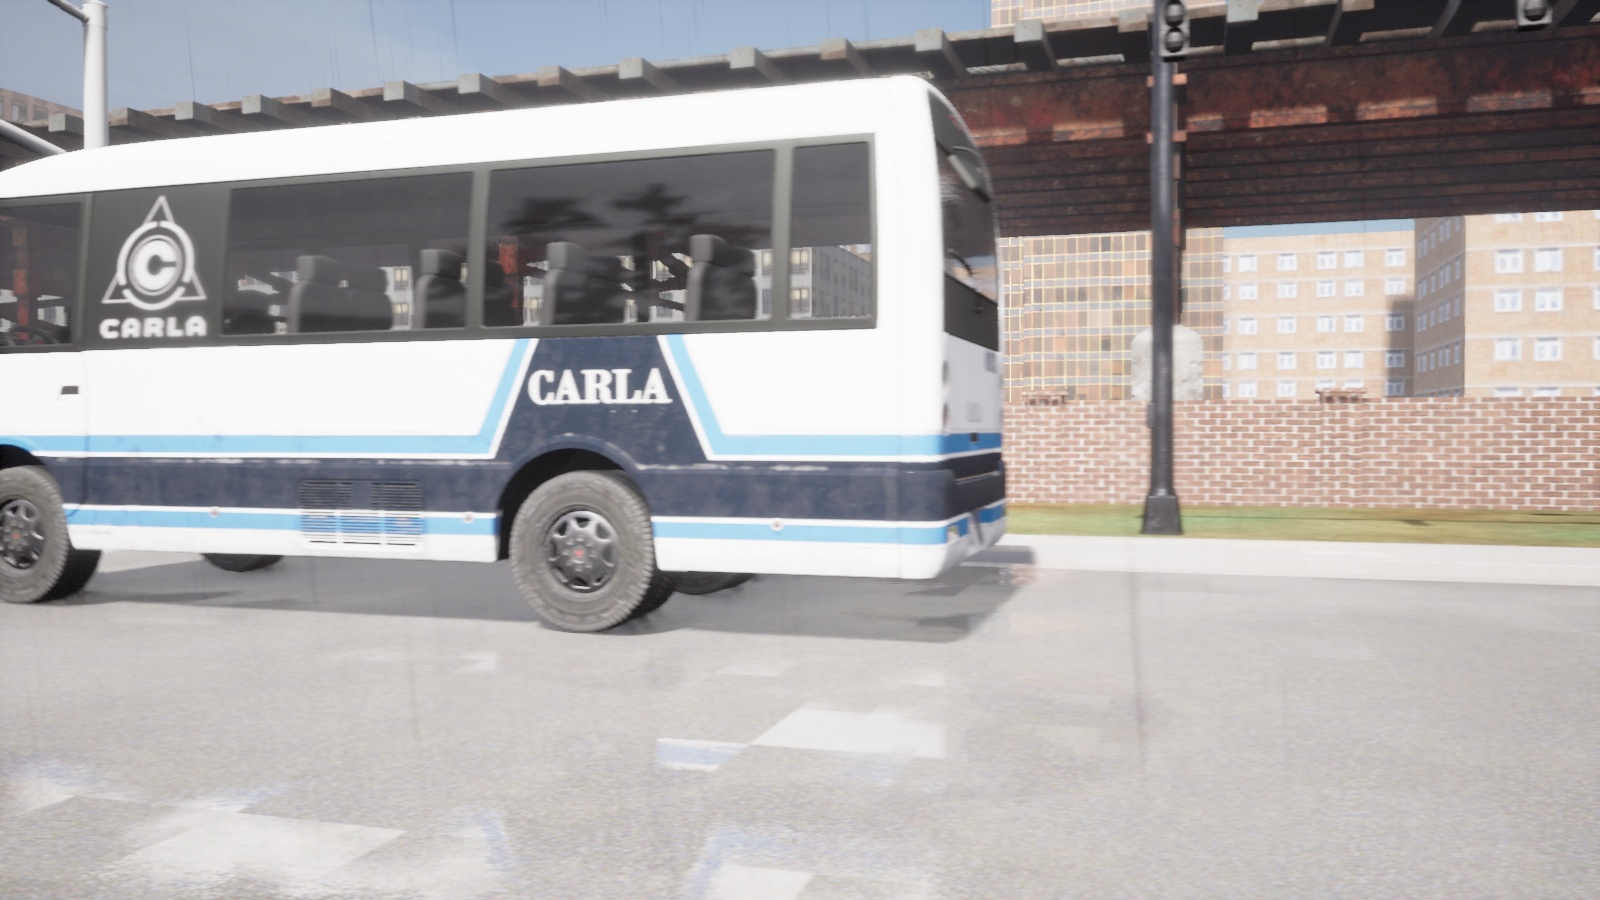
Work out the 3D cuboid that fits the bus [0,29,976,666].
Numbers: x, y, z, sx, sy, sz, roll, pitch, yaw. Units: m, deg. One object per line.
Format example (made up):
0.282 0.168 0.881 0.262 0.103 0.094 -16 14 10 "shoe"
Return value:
-3.806 -0.760 11.837 10.273 4.253 3.944 1 1 18 "bus"
